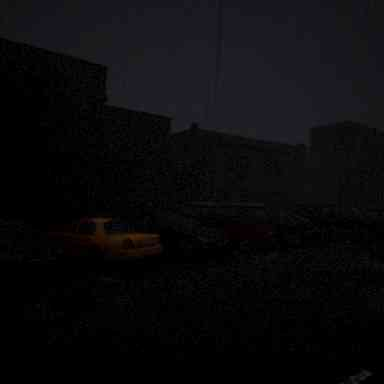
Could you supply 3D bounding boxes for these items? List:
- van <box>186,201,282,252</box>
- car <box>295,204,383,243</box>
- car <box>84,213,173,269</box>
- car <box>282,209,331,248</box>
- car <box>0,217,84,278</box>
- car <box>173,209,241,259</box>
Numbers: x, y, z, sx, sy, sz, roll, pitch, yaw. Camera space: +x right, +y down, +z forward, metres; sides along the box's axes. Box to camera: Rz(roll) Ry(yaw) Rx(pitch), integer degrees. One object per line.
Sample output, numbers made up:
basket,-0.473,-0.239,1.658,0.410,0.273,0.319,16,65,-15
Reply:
van,1.392,1.422,14.705,4.442,1.987,1.878,0,-1,35
car,8.688,1.742,19.699,5.566,2.045,2.435,0,-3,35
car,-3.439,1.517,11.351,5.366,1.575,1.946,-1,-1,35
car,3.873,1.742,16.315,4.892,1.521,2.231,0,-2,35
car,-5.669,1.484,9.560,4.892,1.521,2.231,-1,-1,35
car,-0.903,1.575,12.949,4.892,1.521,2.231,-1,-2,35
